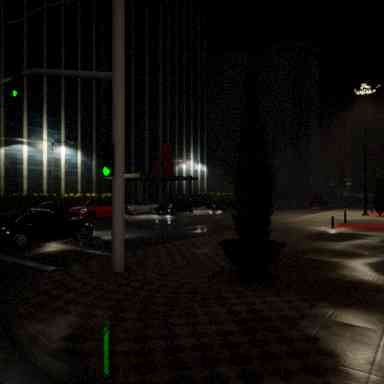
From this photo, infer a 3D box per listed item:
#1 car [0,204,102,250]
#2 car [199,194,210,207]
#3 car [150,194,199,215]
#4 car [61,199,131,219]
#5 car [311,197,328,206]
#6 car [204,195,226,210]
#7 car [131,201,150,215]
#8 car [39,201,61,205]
[{"bbox_3d":[-6.609,1.505,14.496,1.837,1.490,4.892,0,0,35],"label":"car"},{"bbox_3d":[0.560,1.221,43.472,2.150,2.045,5.566,0,0,35],"label":"car"},{"bbox_3d":[-1.711,1.352,34.113,2.097,1.767,4.553,0,0,35],"label":"car"},{"bbox_3d":[-7.400,1.352,25.952,2.097,1.767,4.553,0,0,35],"label":"car"},{"bbox_3d":[20.509,1.505,53.416,1.837,1.490,4.892,0,0,35],"label":"car"},{"bbox_3d":[4.129,1.491,42.470,2.128,1.511,4.902,0,0,35],"label":"car"},{"bbox_3d":[-5.573,1.601,34.699,1.895,1.301,4.718,0,0,35],"label":"car"},{"bbox_3d":[-11.235,1.478,26.574,1.882,1.535,5.008,0,0,35],"label":"car"}]
